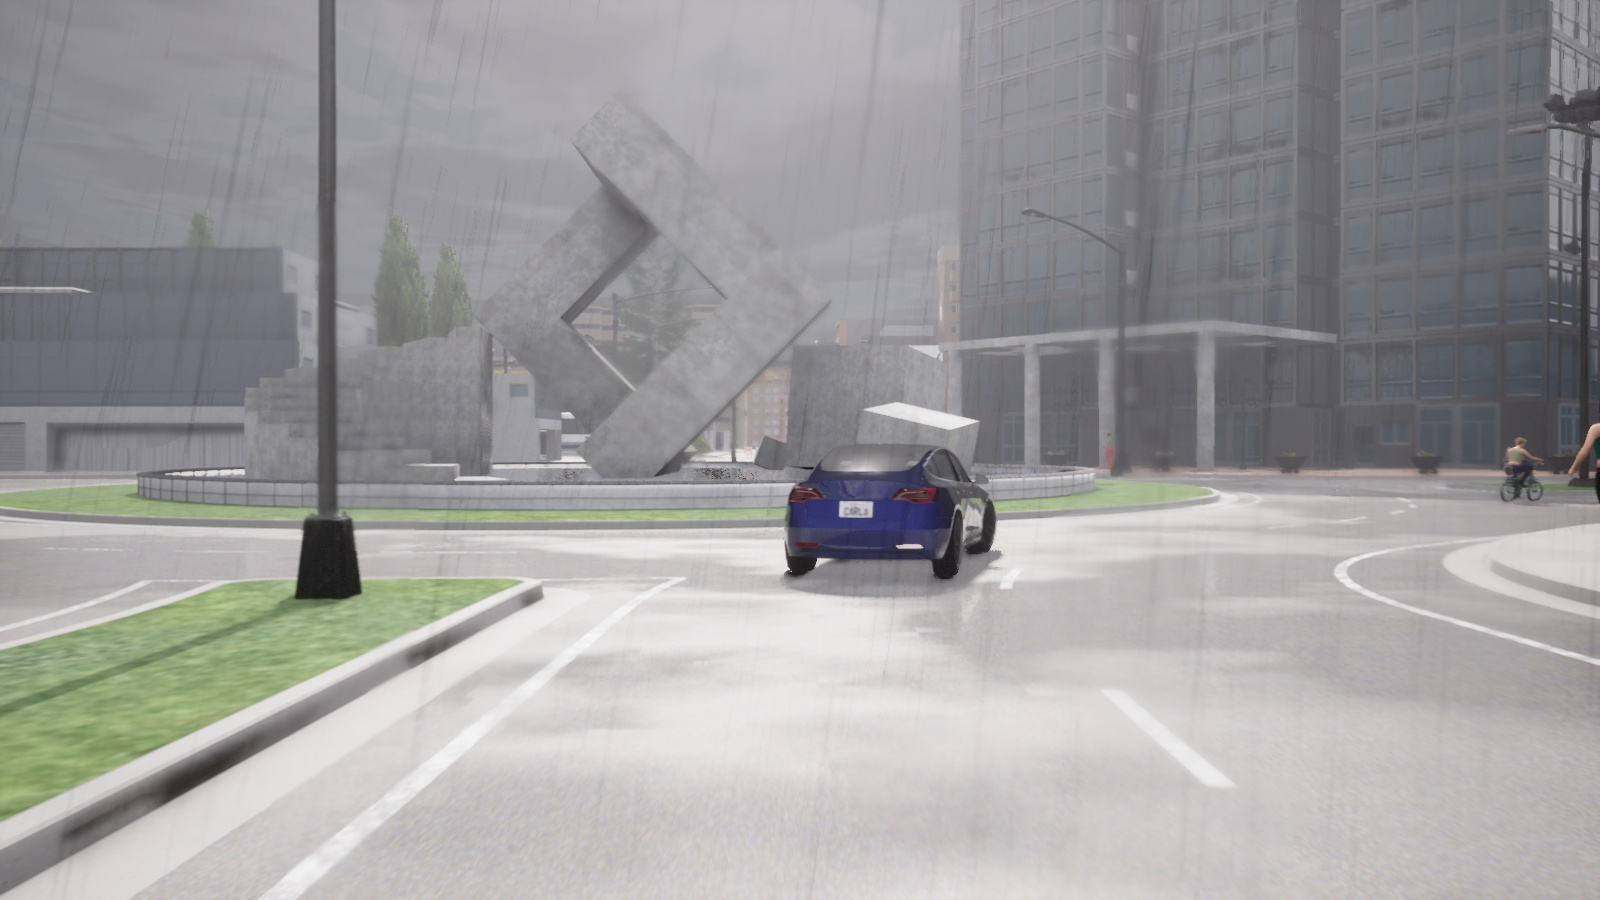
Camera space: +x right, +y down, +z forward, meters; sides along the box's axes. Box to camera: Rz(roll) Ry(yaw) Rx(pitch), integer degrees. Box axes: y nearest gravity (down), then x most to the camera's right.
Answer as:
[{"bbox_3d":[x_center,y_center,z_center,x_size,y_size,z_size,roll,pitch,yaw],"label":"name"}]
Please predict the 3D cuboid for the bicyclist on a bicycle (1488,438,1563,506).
[{"bbox_3d":[17.809,0.524,30.826,1.509,1.612,0.866,0,1,-24],"label":"bicyclist on a bicycle"}]

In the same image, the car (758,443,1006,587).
[{"bbox_3d":[1.218,0.660,15.580,2.163,1.488,4.792,0,0,15],"label":"car"}]

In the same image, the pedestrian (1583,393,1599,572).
[{"bbox_3d":[8.410,0.336,12.935,0.345,1.836,0.594,0,0,4],"label":"pedestrian"}]

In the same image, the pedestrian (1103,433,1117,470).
[{"bbox_3d":[15.293,0.070,61.977,0.345,1.836,0.594,0,0,-34],"label":"pedestrian"}]
